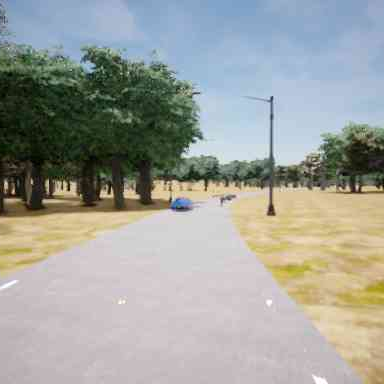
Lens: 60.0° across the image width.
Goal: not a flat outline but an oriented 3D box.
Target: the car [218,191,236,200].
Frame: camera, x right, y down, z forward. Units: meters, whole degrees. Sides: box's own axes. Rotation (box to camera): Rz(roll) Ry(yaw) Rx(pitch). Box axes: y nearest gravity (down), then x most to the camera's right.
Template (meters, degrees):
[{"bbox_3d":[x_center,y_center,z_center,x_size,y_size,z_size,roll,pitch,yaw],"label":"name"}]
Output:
[{"bbox_3d":[7.408,0.953,70.199,2.128,1.511,4.902,1,1,12],"label":"car"}]

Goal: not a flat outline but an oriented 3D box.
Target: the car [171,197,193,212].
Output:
[{"bbox_3d":[-1.063,1.279,36.174,1.882,1.535,5.008,0,1,6],"label":"car"}]

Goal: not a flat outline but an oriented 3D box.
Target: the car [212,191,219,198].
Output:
[{"bbox_3d":[5.872,0.581,77.146,1.882,1.535,5.008,1,1,13],"label":"car"}]

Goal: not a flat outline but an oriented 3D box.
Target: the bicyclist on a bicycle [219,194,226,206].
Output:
[{"bbox_3d":[4.073,1.185,46.013,0.582,1.620,1.656,0,0,8],"label":"bicyclist on a bicycle"}]
